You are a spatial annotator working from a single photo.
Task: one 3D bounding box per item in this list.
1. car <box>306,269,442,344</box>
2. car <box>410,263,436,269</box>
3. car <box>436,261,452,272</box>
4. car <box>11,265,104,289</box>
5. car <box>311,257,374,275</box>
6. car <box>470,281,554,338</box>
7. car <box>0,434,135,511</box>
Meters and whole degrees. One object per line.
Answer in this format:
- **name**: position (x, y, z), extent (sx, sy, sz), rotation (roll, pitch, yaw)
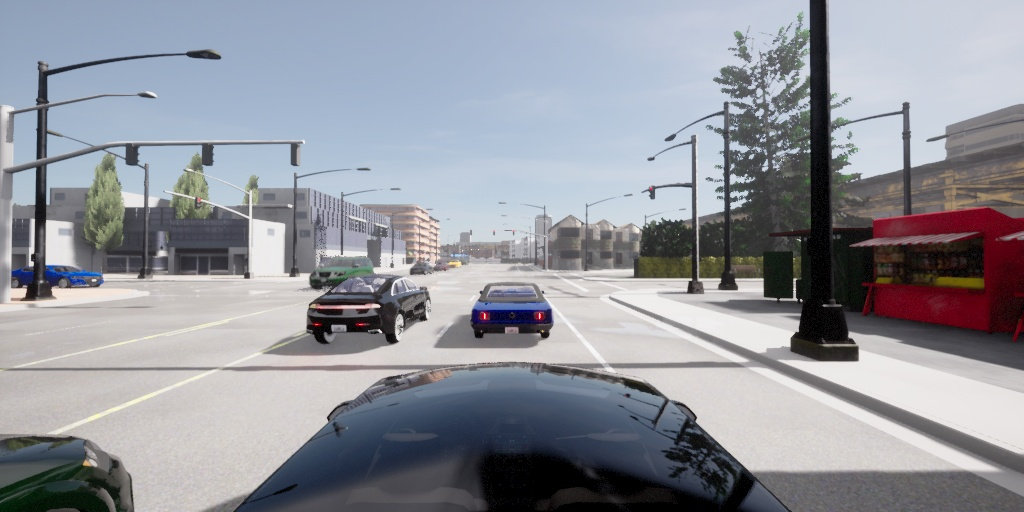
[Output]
- **car**: position (-3.506, 1.257, 9.670), extent (2.128, 1.511, 4.902), rotation (0, 0, 0)
- **car**: position (-10.998, 1.560, 43.485), extent (1.882, 1.535, 5.008), rotation (0, 0, 0)
- **car**: position (-11.120, 1.696, 56.831), extent (1.812, 1.442, 4.674), rotation (0, 1, -2)
- **car**: position (-29.735, 1.315, 23.381), extent (5.008, 1.535, 1.882), rotation (0, -1, 0)
- **car**: position (-10.803, 1.082, 23.268), extent (2.150, 2.045, 5.566), rotation (0, -1, -1)
- **car**: position (-0.006, 1.365, 10.147), extent (1.895, 1.301, 4.718), rotation (0, 0, 0)
- **car**: position (-3.373, 1.314, 0.502), extent (1.994, 1.385, 4.181), rotation (0, 0, -1)
